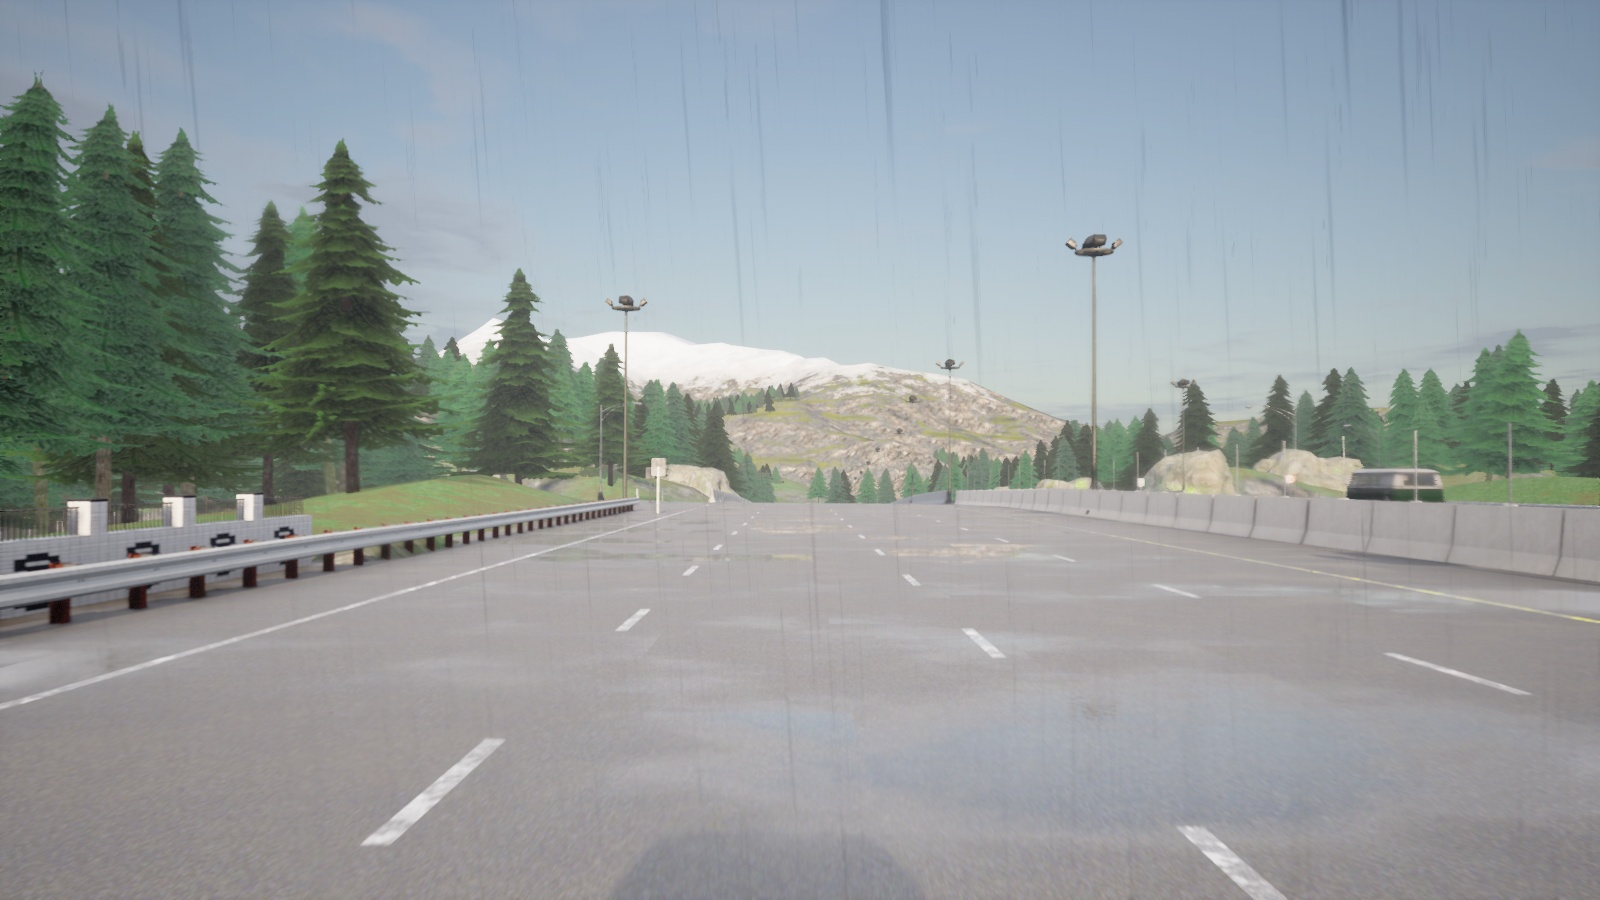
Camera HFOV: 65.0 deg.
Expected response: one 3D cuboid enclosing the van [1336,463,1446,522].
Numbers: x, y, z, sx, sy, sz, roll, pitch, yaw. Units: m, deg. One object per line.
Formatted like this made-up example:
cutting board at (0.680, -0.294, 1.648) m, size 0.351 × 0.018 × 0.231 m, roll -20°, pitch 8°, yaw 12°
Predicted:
van at (20.892, 1.489, 44.573) m, size 1.775 × 1.987 × 4.442 m, roll 0°, pitch -1°, yaw 0°
